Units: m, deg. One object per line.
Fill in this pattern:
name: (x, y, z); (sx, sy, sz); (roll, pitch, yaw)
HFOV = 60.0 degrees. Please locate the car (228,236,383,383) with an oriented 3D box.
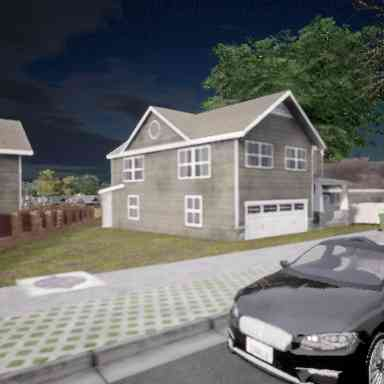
car: (2.692, 1.514, 5.239); (4.902, 1.511, 2.128); (0, 0, -38)
